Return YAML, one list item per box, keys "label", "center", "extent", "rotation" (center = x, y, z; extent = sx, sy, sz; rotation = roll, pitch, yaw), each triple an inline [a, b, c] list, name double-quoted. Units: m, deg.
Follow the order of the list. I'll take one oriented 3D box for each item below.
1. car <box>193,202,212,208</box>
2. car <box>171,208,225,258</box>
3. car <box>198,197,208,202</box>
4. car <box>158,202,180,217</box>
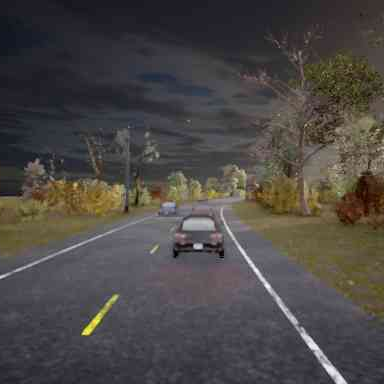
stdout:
- label: "car"
  center: [0.885, 1.749, 26.759]
  extent: [1.895, 1.301, 4.718]
  rotation: [0, 0, 4]
- label: "car"
  center: [0.293, 1.601, 13.106]
  extent: [1.812, 1.442, 4.674]
  rotation: [0, 0, 2]
- label: "car"
  center: [2.521, 1.838, 75.389]
  extent: [2.033, 1.411, 5.357]
  rotation: [0, 0, 9]
- label: "car"
  center: [-2.246, 1.708, 33.577]
  extent: [1.812, 1.442, 4.674]
  rotation: [0, 0, 4]
